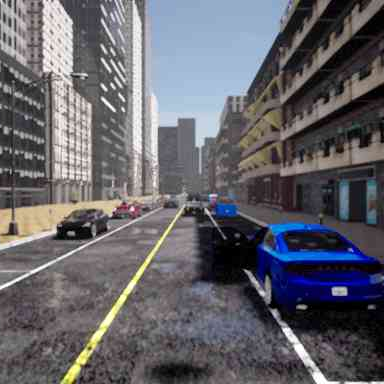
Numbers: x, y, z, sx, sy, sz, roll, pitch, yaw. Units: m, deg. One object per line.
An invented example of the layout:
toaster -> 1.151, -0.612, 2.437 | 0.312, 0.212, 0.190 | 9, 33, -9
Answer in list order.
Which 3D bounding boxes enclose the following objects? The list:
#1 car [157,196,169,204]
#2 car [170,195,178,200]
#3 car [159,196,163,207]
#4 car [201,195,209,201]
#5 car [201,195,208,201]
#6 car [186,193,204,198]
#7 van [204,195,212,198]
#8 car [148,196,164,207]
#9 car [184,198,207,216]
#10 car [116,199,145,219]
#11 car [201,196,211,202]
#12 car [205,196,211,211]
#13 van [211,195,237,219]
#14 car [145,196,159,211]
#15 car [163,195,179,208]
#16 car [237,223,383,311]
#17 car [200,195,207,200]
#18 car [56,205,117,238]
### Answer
car -> -5.358, 1.505, 61.771 | 1.947, 1.339, 4.313 | 0, 0, 0
car -> -5.182, 1.504, 94.908 | 1.947, 1.339, 4.313 | 0, 0, 0
car -> -5.446, 1.501, 45.202 | 2.008, 1.369, 4.403 | 0, 0, 0
car -> 3.112, 1.451, 78.463 | 1.752, 1.417, 4.829 | 0, 0, 0
car -> 3.140, 1.452, 83.987 | 1.752, 1.417, 4.829 | 0, 0, 0
car -> 0.310, 1.159, 46.237 | 2.150, 2.045, 5.566 | 0, -1, 1
van -> 2.934, 1.282, 45.157 | 1.690, 1.788, 3.998 | 0, 0, 0
car -> -5.417, 1.386, 50.725 | 1.967, 1.590, 4.097 | 0, 0, 0
car -> 0.236, 1.555, 32.129 | 1.895, 1.301, 4.718 | 0, 0, 1
car -> -5.534, 1.404, 28.635 | 1.967, 1.590, 4.097 | 0, 0, 0
car -> 3.082, 1.492, 72.772 | 1.947, 1.339, 4.313 | 0, 0, 0
car -> 2.906, 1.489, 39.634 | 1.887, 1.381, 4.507 | 0, 0, 0
van -> 2.846, 1.295, 28.589 | 1.690, 1.788, 3.998 | 0, 0, 0
car -> -5.475, 1.505, 39.679 | 2.008, 1.369, 4.403 | 0, 0, 0
car -> -2.768, 1.511, 45.490 | 1.994, 1.385, 4.181 | 0, 0, 1
car -> 2.410, 1.461, 7.876 | 1.882, 1.535, 5.008 | 0, 0, 0
car -> 3.198, 1.474, 94.863 | 1.887, 1.381, 4.507 | 0, 0, 0
car -> -5.592, 1.543, 17.588 | 1.947, 1.339, 4.313 | 0, 0, 0
